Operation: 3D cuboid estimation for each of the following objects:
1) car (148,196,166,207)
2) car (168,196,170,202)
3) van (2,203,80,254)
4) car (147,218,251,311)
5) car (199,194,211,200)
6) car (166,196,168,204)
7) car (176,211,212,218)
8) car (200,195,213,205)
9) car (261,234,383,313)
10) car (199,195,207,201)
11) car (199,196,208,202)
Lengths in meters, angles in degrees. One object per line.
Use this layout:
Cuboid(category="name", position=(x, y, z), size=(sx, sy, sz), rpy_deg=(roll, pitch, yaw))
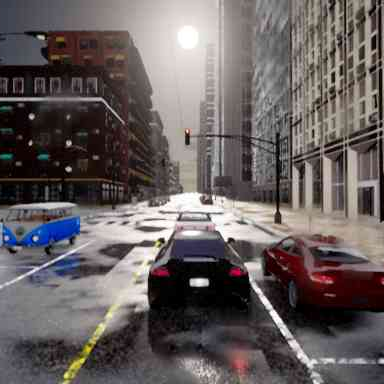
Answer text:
Cuboid(category="car", position=(-5.653, 1.533, 51.006), size=(2.008, 1.369, 4.403), rpy_deg=(1, 0, 0))
Cuboid(category="car", position=(-5.647, 1.543, 62.316), size=(1.947, 1.339, 4.313), rpy_deg=(1, 0, 0))
Cuboid(category="van", position=(-5.755, 1.338, 13.090), size=(1.690, 1.788, 3.998), rpy_deg=(1, 0, 0))
Cuboid(category="car", position=(0.108, 1.562, 7.866), size=(1.994, 1.385, 4.181), rpy_deg=(0, 0, -1))
Cuboid(category="car", position=(2.737, 1.293, 62.314), size=(2.192, 1.841, 5.009), rpy_deg=(1, 0, 0))
Cuboid(category="car", position=(-5.650, 1.531, 56.661), size=(2.008, 1.369, 4.403), rpy_deg=(1, 0, 0))
Cuboid(category="car", position=(0.105, 1.596, 16.683), size=(1.895, 1.301, 4.718), rpy_deg=(0, 0, 0))
Cuboid(category="car", position=(2.730, 1.562, 56.659), size=(1.802, 1.307, 4.206), rpy_deg=(1, 0, 0))
Cuboid(category="car", position=(2.705, 1.580, 7.402), size=(1.802, 1.307, 4.206), rpy_deg=(1, 0, 0))
Cuboid(category="car", position=(2.744, 1.519, 84.932), size=(2.008, 1.369, 4.403), rpy_deg=(1, 0, 0))
Cuboid(category="car", position=(2.741, 1.552, 79.278), size=(1.802, 1.307, 4.206), rpy_deg=(1, 0, 0))
